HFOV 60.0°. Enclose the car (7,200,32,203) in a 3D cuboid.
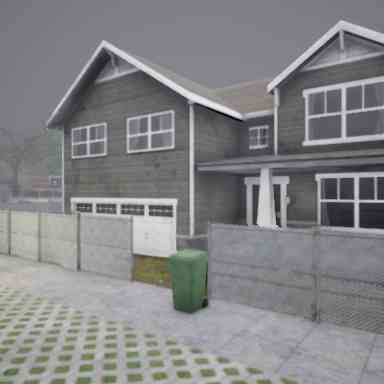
[{"bbox_3d":[-20.116,1.720,37.949,1.837,1.490,4.892,0,0,21],"label":"car"}]
